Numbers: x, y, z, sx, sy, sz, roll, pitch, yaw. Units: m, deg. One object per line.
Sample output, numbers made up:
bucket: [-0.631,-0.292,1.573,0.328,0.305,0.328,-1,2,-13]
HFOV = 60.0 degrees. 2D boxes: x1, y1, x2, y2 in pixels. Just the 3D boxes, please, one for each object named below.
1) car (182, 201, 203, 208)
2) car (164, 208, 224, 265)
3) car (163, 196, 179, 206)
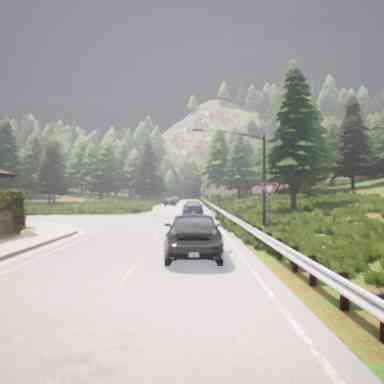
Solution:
car: [0.073,1.552,30.688,1.812,1.442,4.674,0,0,0]
car: [0.063,1.518,11.709,1.837,1.490,4.892,0,0,0]
car: [-3.607,1.538,54.550,1.882,1.535,5.008,0,0,0]
